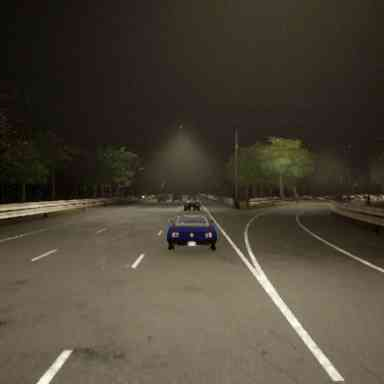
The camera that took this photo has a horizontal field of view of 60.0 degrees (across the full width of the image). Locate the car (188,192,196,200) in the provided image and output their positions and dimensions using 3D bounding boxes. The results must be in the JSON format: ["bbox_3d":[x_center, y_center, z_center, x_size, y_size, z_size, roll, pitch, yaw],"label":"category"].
[{"bbox_3d":[0.000,1.153,88.748,2.150,2.045,5.566,0,0,0],"label":"car"}]

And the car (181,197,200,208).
[{"bbox_3d":[0.001,1.592,41.300,1.895,1.301,4.718,0,0,0],"label":"car"}]

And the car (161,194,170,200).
[{"bbox_3d":[-7.000,1.387,88.302,1.882,1.535,5.008,0,0,0],"label":"car"}]

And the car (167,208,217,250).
[{"bbox_3d":[-0.001,1.598,14.310,1.895,1.301,4.718,0,0,0],"label":"car"}]

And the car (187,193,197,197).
[{"bbox_3d":[0.000,1.393,70.471,2.097,1.767,4.553,0,0,0],"label":"car"}]

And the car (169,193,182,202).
[{"bbox_3d":[-3.500,1.272,77.910,2.150,2.045,5.566,0,0,0],"label":"car"}]

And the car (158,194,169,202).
[{"bbox_3d":[-7.000,1.587,77.881,2.033,1.411,5.357,0,0,0],"label":"car"}]
